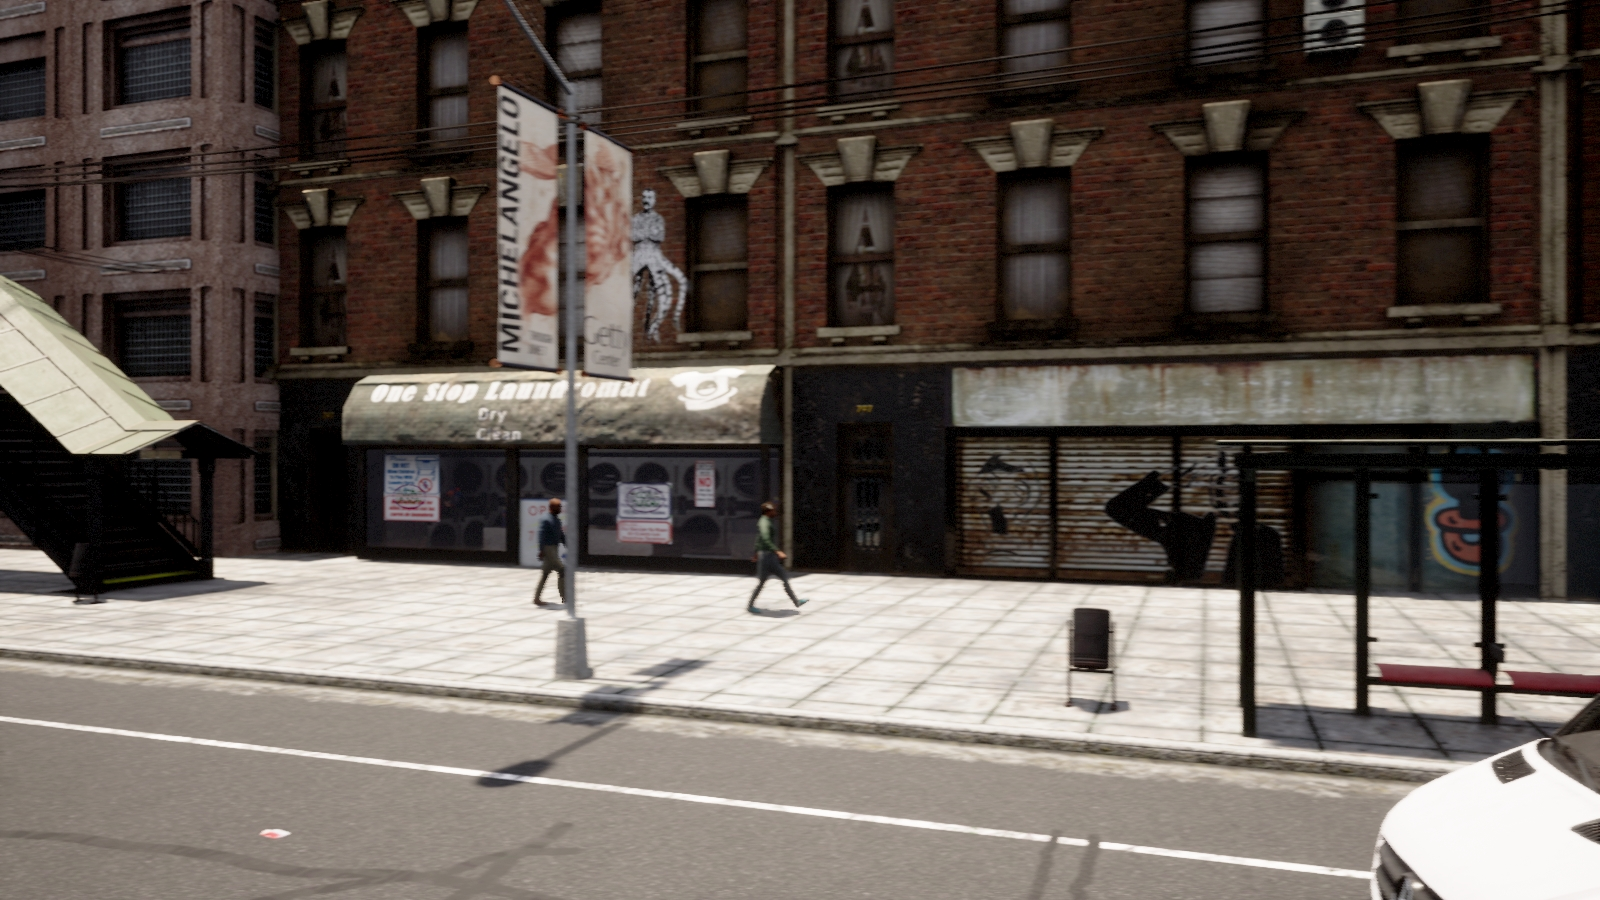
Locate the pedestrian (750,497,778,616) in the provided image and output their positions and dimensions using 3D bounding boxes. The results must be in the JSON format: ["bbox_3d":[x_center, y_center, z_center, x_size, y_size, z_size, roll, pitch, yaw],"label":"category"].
[{"bbox_3d":[-0.578,1.696,18.342,0.375,1.860,0.375,0,0,9],"label":"pedestrian"}]

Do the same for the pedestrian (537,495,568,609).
[{"bbox_3d":[-4.143,1.696,19.111,0.375,1.860,0.375,0,0,15],"label":"pedestrian"}]

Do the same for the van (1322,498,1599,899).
[{"bbox_3d":[5.464,1.534,4.472,5.915,2.561,1.988,0,0,10],"label":"van"}]
